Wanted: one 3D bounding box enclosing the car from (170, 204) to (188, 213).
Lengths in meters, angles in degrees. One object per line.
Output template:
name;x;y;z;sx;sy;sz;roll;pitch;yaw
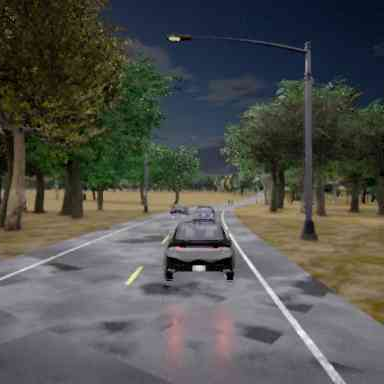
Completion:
car;-1.526;2.168;41.510;1.994;1.385;4.181;0;-1;6

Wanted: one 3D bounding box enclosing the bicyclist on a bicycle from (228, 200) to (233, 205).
bicyclist on a bicycle;9.560;2.844;85.956;0.659;1.776;1.843;0;-1;11

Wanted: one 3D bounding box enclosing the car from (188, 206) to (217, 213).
car;1.116;1.948;28.738;2.033;1.411;5.357;0;-1;4

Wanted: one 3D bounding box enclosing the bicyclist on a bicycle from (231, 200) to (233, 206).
bicyclist on a bicycle;11.395;3.093;94.715;0.582;1.620;1.656;0;-1;12

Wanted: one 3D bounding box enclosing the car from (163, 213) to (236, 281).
car;0.245;1.613;10.261;2.128;1.511;4.902;0;-1;2
